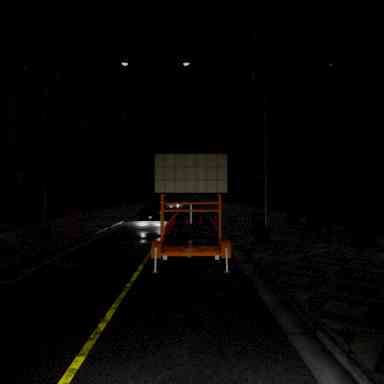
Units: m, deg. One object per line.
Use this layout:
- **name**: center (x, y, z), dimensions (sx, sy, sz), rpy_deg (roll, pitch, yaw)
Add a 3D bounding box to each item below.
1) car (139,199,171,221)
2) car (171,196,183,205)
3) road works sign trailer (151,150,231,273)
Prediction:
- **car**: center (-3.183, 1.562, 27.976), dimensions (2.033, 1.411, 5.357), rpy_deg (0, 0, 0)
- **car**: center (-3.186, 1.646, 60.870), dimensions (1.994, 1.385, 4.181), rpy_deg (0, 0, 0)
- **road works sign trailer**: center (-0.029, 0.467, 10.668), dimensions (2.380, 3.560, 2.880), rpy_deg (0, 0, 0)
